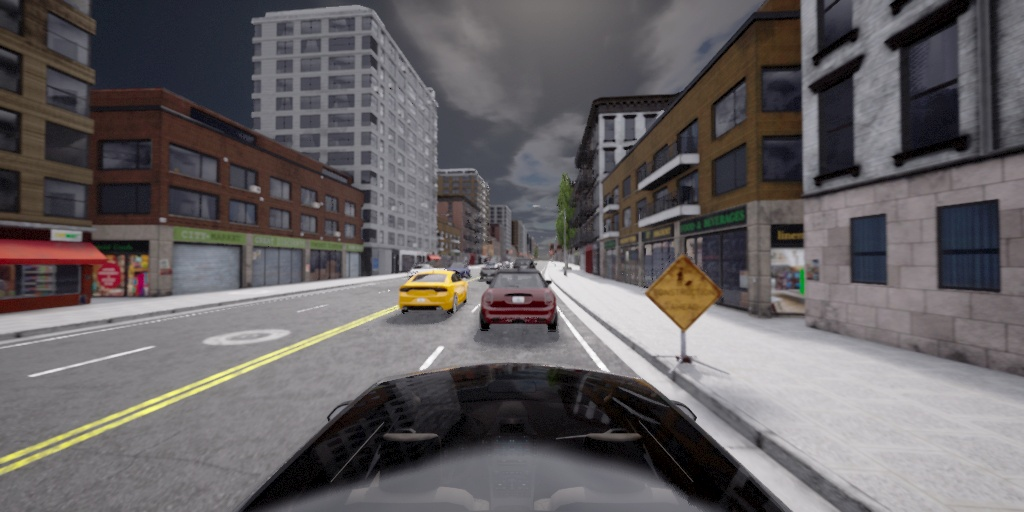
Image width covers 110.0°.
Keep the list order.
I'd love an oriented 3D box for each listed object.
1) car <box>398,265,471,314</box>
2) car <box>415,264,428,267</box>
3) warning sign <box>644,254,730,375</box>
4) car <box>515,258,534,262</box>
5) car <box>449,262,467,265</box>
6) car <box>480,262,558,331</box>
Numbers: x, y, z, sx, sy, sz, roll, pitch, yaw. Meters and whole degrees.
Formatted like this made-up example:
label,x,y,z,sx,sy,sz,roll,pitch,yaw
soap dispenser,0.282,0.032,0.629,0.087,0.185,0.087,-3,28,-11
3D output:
label,x,y,z,sx,sy,sz,roll,pitch,yaw
car,-2.950,1.321,14.388,1.882,1.535,5.008,0,0,2
car,-8.667,1.553,35.011,1.812,1.442,4.674,0,-1,4
warning sign,2.870,0.897,5.996,1.300,1.860,1.060,0,0,1
car,1.254,1.242,34.434,2.150,2.045,5.566,0,-1,4
car,-5.408,1.379,34.985,2.097,1.767,4.553,0,-1,4
car,0.222,1.173,11.457,2.097,1.767,4.553,0,0,1
